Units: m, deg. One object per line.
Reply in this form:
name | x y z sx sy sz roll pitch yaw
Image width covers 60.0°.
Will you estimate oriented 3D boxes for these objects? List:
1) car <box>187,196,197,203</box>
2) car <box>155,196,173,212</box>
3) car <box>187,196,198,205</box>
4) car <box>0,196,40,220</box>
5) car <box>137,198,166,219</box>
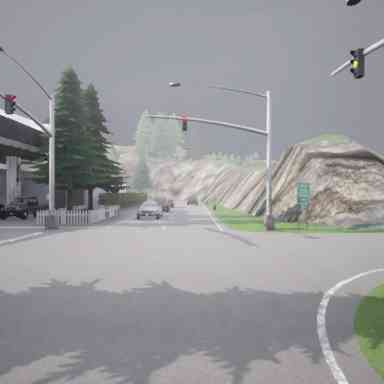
car | -0.042 1.525 69.533 1.812 1.442 4.674 0 0 -2
car | -3.608 1.352 37.890 2.097 1.767 4.553 0 0 0
car | 0.077 1.547 57.839 2.033 1.411 5.357 0 0 0
car | -14.540 1.313 28.453 1.905 1.878 3.866 0 0 -1
car | -3.608 1.526 28.933 1.812 1.442 4.674 0 0 0
